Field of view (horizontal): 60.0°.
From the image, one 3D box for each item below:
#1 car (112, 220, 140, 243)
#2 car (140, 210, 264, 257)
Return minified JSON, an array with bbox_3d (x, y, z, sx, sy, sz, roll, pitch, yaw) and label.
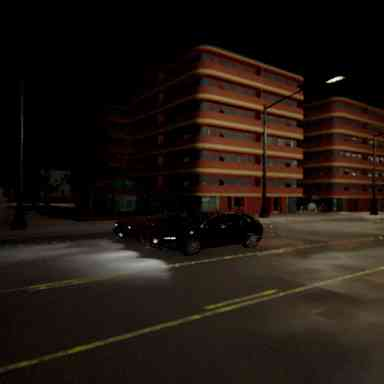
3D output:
[{"bbox_3d":[-1.311,1.592,15.925,4.718,1.301,1.895,0,0,-35],"label":"car"},{"bbox_3d":[0.700,1.497,13.059,4.892,1.490,1.837,0,0,-35],"label":"car"}]
